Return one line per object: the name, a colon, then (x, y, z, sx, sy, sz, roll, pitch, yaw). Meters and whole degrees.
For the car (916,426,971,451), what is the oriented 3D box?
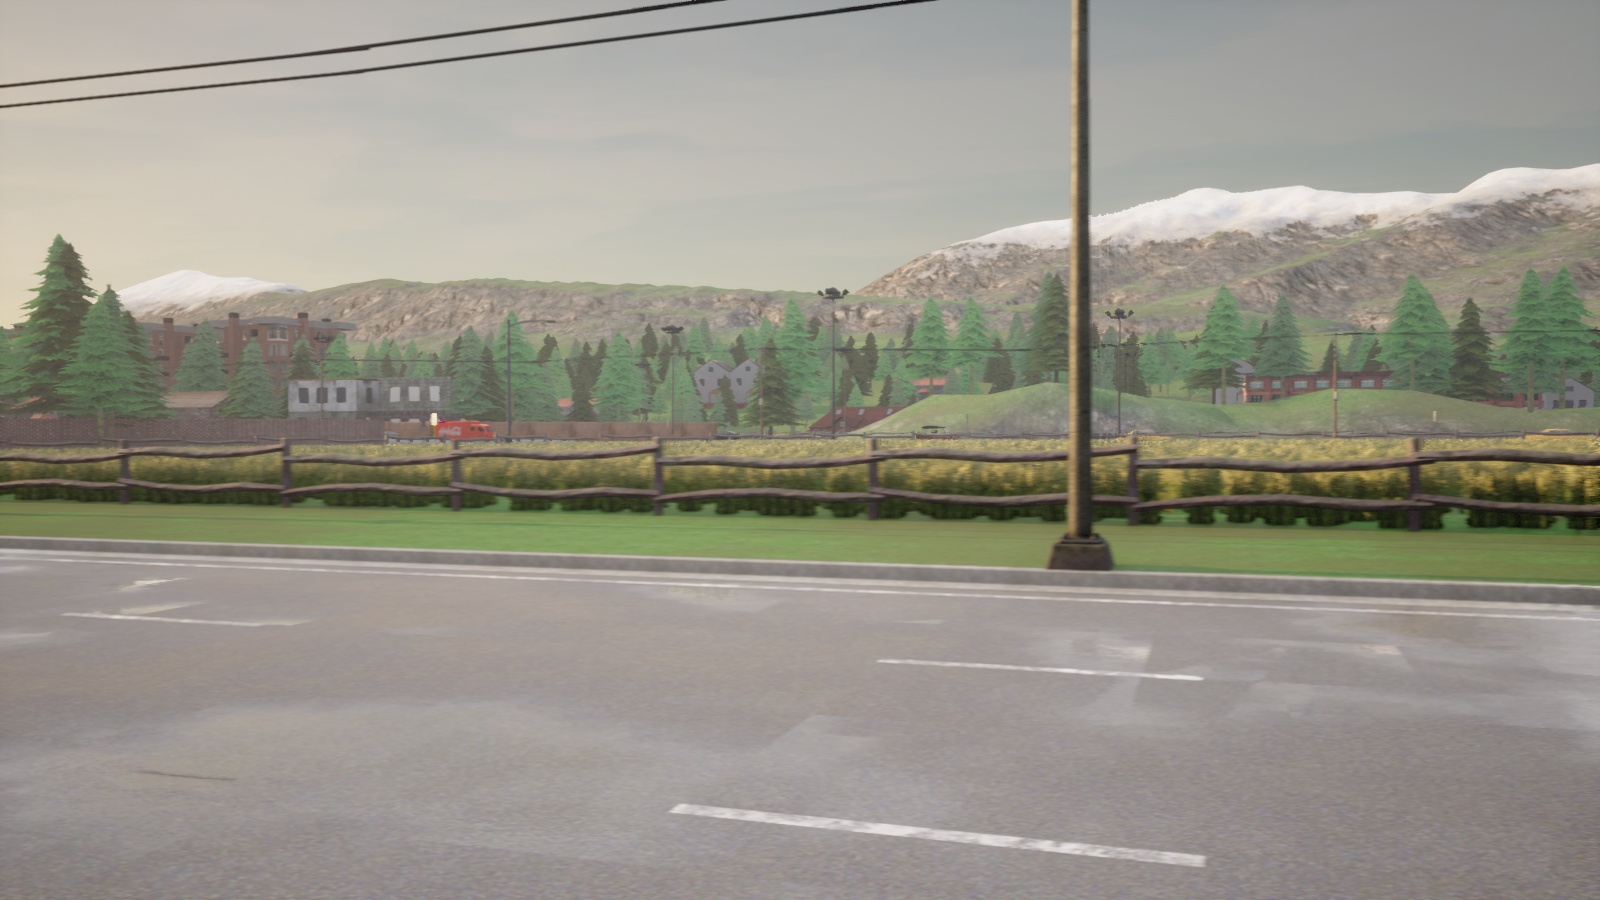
car: (11.157, -0.898, 97.506, 3.866, 1.878, 1.905, 1, 1, 18)

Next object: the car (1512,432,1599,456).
car: (51.036, -0.392, 84.297, 5.366, 1.575, 1.801, 1, 1, 18)
